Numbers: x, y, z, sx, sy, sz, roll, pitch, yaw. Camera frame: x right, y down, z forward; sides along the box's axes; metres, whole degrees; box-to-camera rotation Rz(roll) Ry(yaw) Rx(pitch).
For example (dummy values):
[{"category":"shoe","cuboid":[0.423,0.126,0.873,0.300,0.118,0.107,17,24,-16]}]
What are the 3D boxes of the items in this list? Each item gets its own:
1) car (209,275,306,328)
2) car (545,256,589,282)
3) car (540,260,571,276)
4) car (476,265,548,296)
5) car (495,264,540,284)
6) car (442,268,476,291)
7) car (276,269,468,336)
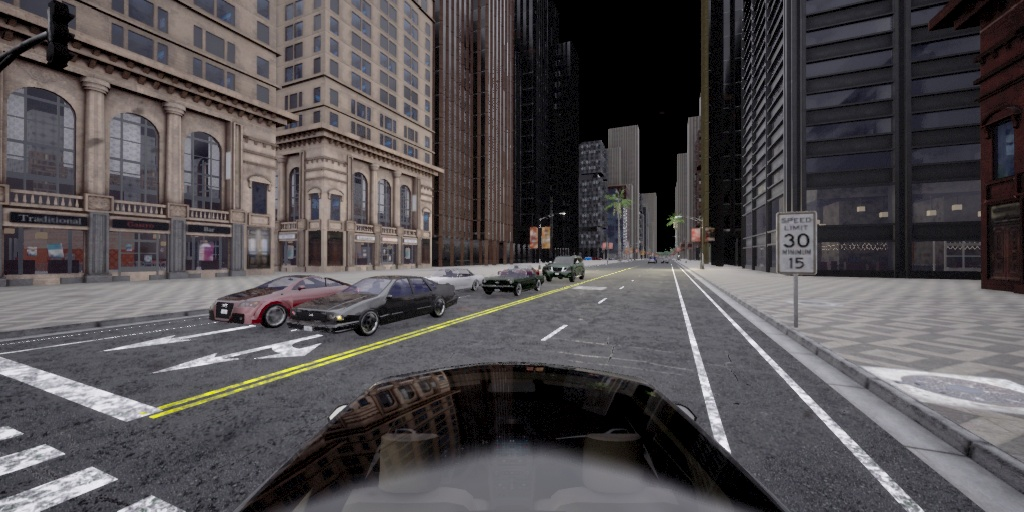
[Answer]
[{"category":"car","cuboid":[-6.939,1.316,11.469,1.994,1.385,4.181,0,0,24]},{"category":"car","cuboid":[4.463,0.987,29.372,2.150,2.045,5.566,0,0,23]},{"category":"car","cuboid":[4.713,1.251,37.947,1.882,1.535,5.008,0,0,24]},{"category":"car","cuboid":[0.162,1.358,19.577,1.895,1.301,4.718,0,0,24]},{"category":"car","cuboid":[0.579,1.364,28.616,1.895,1.301,4.718,0,0,24]},{"category":"car","cuboid":[-3.424,1.357,19.494,1.895,1.301,4.718,0,0,24]},{"category":"car","cuboid":[-3.690,1.299,10.796,2.033,1.411,5.357,0,0,24]}]
